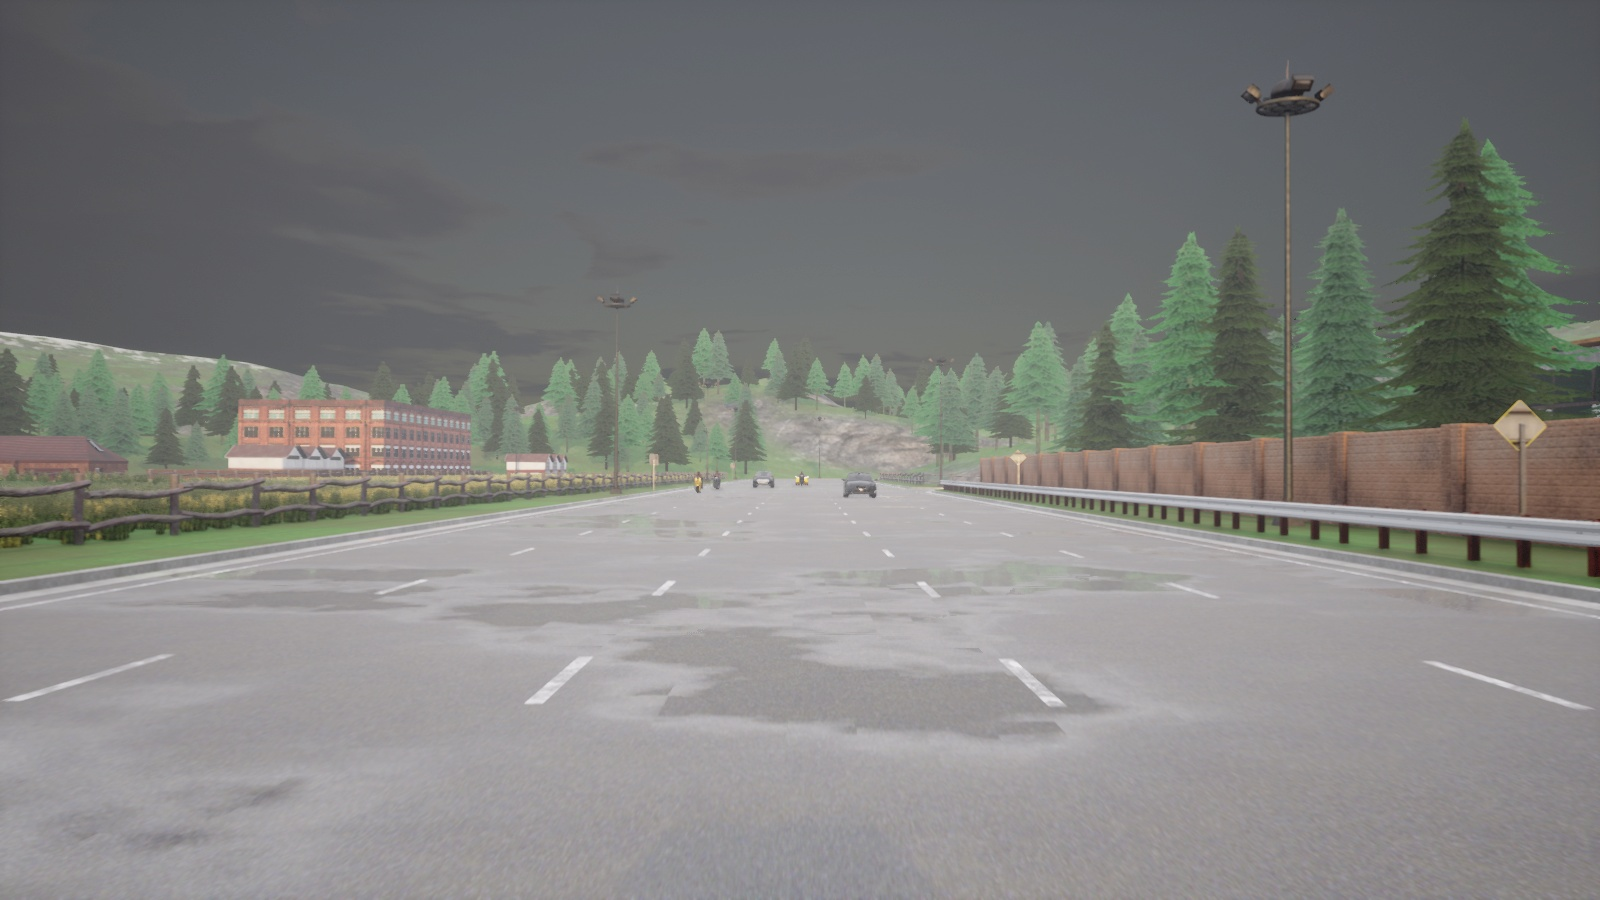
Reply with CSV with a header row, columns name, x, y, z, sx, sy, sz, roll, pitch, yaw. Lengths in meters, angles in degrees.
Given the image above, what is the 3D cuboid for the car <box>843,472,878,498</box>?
name,x,y,z,sx,sy,sz,roll,pitch,yaw
car,3.524,2.042,73.862,1.837,1.490,4.892,0,-1,0
